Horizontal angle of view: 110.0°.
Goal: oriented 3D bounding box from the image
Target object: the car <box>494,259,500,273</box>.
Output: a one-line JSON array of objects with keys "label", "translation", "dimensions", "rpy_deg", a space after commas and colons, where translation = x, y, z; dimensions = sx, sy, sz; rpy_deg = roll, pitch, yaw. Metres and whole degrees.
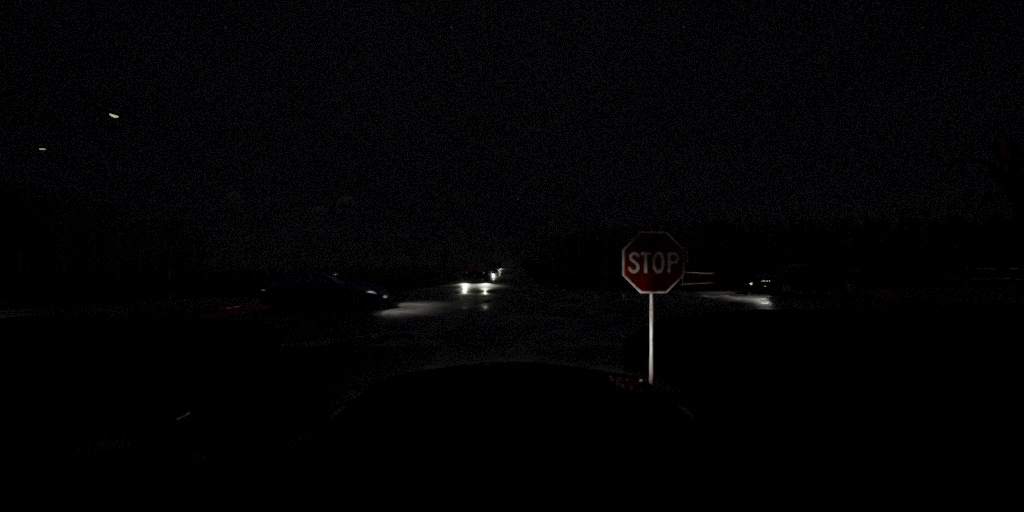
[{"label": "car", "translation": [-2.805, 1.335, 43.613], "dimensions": [1.994, 1.385, 4.181], "rpy_deg": [0, 0, -1]}]

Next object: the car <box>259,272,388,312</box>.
[{"label": "car", "translation": [-7.347, 1.360, 14.146], "dimensions": [4.674, 1.442, 1.812], "rpy_deg": [-1, 0, 0]}]

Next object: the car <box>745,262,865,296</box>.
[{"label": "car", "translation": [13.724, 1.032, 16.959], "dimensions": [4.892, 1.490, 1.837], "rpy_deg": [-1, 0, 0]}]

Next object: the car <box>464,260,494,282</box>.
[{"label": "car", "translation": [-2.819, 1.240, 29.655], "dimensions": [1.882, 1.535, 5.008], "rpy_deg": [0, 0, 0]}]
